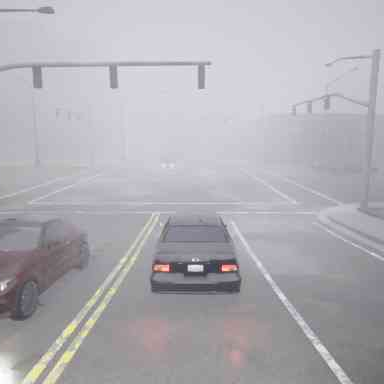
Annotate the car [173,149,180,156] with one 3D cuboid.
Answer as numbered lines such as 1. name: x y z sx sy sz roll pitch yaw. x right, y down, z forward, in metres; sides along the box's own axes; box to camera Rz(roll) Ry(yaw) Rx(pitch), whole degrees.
1. car: -3.531 -7.146 62.538 1.837 1.490 4.892 0 9 0

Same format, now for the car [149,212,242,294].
1. car: 0.078 1.216 8.422 2.033 1.411 5.357 0 4 0

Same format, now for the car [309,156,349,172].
1. car: 15.569 -3.199 37.350 4.553 1.767 2.097 0 9 0

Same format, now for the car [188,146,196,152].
1. car: 0.038 -11.817 91.168 1.994 1.385 4.181 0 9 0

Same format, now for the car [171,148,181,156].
1. car: -3.469 -8.788 72.841 2.033 1.411 5.357 0 9 0

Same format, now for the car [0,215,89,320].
1. car: -3.597 1.294 7.046 1.812 1.442 4.674 0 3 0

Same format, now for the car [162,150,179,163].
1. car: -3.574 -5.312 51.547 2.033 1.411 5.357 0 9 0

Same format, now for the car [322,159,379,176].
1. car: 16.263 -2.391 33.937 4.718 1.301 1.895 0 9 -1

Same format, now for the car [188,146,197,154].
1. car: 0.034 -10.329 81.110 2.097 1.767 4.553 0 9 0
